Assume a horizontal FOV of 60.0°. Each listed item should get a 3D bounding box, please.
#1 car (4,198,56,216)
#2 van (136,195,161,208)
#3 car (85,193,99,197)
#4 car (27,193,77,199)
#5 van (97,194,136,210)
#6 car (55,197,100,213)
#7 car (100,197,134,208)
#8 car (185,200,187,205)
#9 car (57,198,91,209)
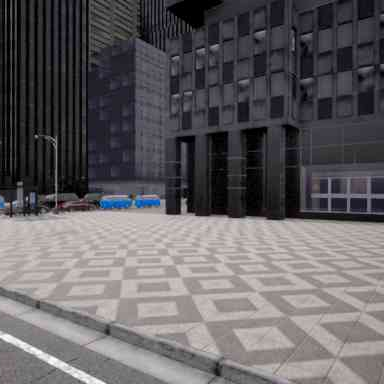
[{"bbox_3d":[-15.925,1.548,31.887,2.008,1.369,4.403,0,0,35],"label":"car"},{"bbox_3d":[-6.042,1.329,45.759,1.690,1.788,3.998,0,0,35],"label":"van"},{"bbox_3d":[-11.364,1.204,42.879,2.150,2.045,5.566,0,0,35],"label":"car"},{"bbox_3d":[-16.673,1.197,40.934,2.150,2.045,5.566,0,0,35],"label":"car"},{"bbox_3d":[-9.336,1.331,41.135,1.690,1.788,3.998,0,0,35],"label":"van"},{"bbox_3d":[-12.631,1.575,36.511,1.802,1.307,4.206,0,0,35],"label":"car"},{"bbox_3d":[-10.981,1.476,48.912,1.837,1.490,4.892,0,0,36],"label":"car"},{"bbox_3d":[0.545,1.568,55.008,1.802,1.307,4.206,0,0,35],"label":"car"},{"bbox_3d":[-16.281,1.547,46.081,1.802,1.307,4.206,0,0,35],"label":"car"}]
